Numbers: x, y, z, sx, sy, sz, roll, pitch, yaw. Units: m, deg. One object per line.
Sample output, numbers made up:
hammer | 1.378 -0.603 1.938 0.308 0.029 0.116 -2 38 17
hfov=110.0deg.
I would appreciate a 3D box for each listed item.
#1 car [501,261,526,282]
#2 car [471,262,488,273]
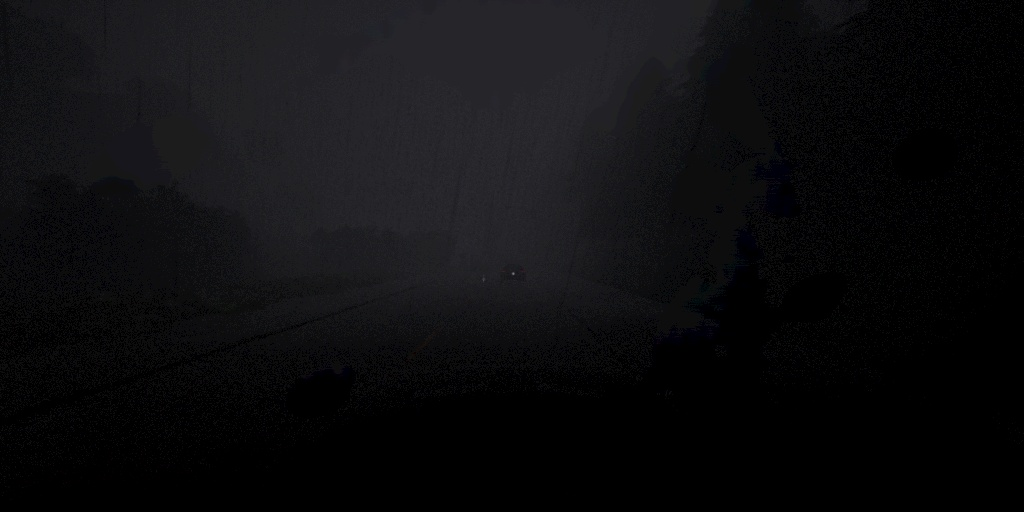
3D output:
car | 0.099 1.325 29.225 1.994 1.385 4.181 0 0 0
car | -4.068 1.368 45.052 1.895 1.301 4.718 0 0 0
